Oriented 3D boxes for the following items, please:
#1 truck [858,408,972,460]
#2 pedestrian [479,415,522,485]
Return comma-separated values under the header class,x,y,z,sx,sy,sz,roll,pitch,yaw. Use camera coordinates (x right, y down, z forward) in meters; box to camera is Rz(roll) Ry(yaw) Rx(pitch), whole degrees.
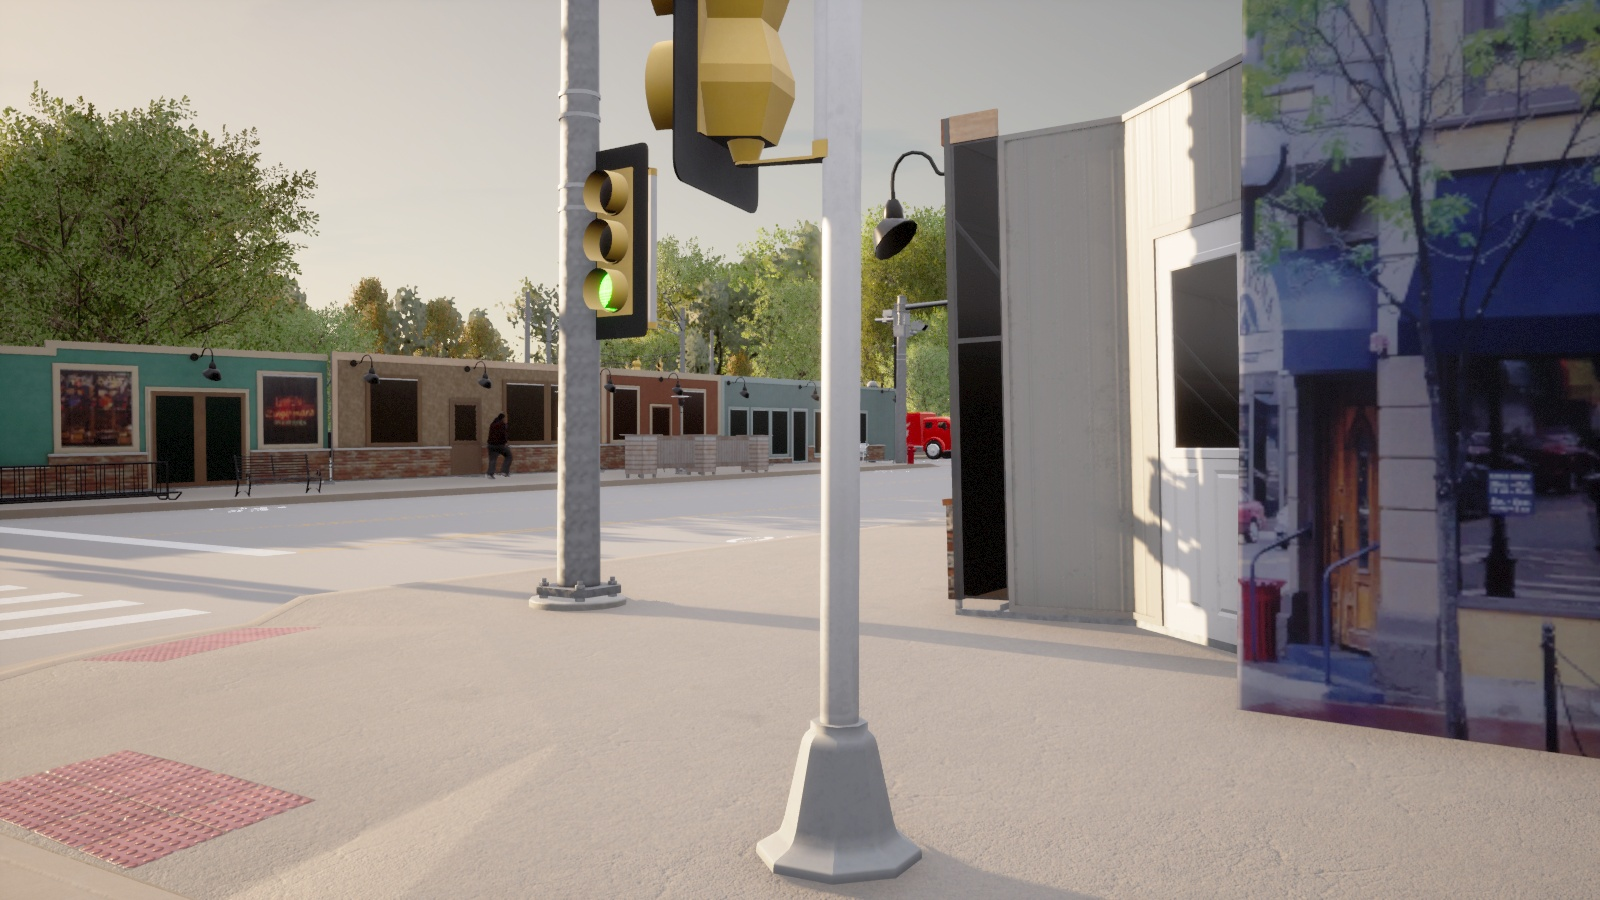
class,x,y,z,sx,sy,sz,roll,pitch,yaw
truck,6.028,-0.823,65.672,5.204,2.467,2.627,-3,0,29
pedestrian,-8.004,-0.008,33.540,0.634,1.844,0.899,0,1,33
